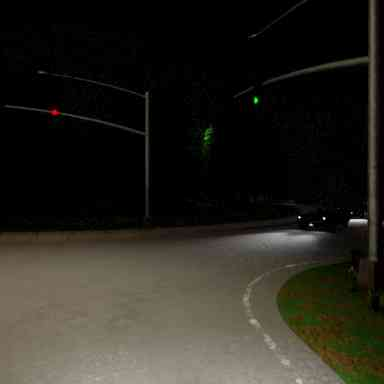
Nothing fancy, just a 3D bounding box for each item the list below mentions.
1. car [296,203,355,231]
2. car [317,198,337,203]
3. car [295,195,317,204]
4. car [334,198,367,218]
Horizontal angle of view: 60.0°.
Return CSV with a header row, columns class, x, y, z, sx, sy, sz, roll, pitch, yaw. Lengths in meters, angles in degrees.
class,x,y,z,sx,sy,sz,roll,pitch,yaw
car,8.311,1.574,20.792,1.895,1.301,4.718,0,0,42
car,16.522,1.478,39.048,1.837,1.490,4.892,0,0,8
car,19.488,1.325,56.404,2.097,1.767,4.553,0,0,-16
car,13.811,1.537,29.127,1.994,1.385,4.181,0,0,22
